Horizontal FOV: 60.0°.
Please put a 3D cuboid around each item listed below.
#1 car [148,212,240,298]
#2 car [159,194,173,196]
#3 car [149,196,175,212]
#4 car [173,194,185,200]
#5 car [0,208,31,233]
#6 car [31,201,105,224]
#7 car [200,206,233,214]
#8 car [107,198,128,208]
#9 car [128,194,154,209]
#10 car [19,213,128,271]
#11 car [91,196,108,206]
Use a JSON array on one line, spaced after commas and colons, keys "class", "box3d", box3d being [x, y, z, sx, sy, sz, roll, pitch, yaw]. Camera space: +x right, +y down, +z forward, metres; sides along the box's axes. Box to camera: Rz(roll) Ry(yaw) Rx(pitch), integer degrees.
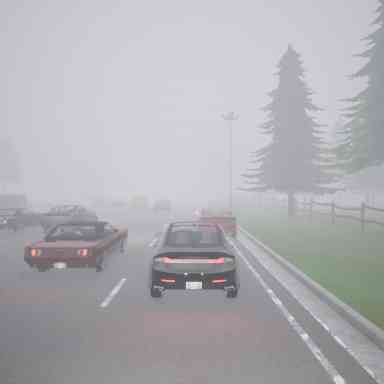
[{"class": "car", "box3d": [0.054, 1.492, 8.498, 2.128, 1.511, 4.902, 0, 0, 0]}, {"class": "car", "box3d": [-6.978, 1.540, 90.888, 2.033, 1.411, 5.357, 0, 0, 0]}, {"class": "car", "box3d": [-3.391, 1.547, 38.671, 2.033, 1.411, 5.357, 0, 0, 0]}, {"class": "car", "box3d": [-3.478, 1.478, 91.751, 1.882, 1.535, 5.008, 0, 0, 0]}, {"class": "car", "box3d": [-10.396, 1.601, 19.688, 1.895, 1.301, 4.718, 0, 0, 0]}, {"class": "car", "box3d": [-6.894, 1.491, 19.160, 2.128, 1.511, 4.902, 0, 0, 0]}, {"class": "car", "box3d": [1.229, 1.478, 17.839, 1.882, 1.535, 5.008, 0, 0, 0]}, {"class": "car", "box3d": [-10.388, 1.601, 48.295, 1.895, 1.301, 4.718, 0, 0, 0]}, {"class": "car", "box3d": [-6.889, 1.352, 45.222, 2.097, 1.767, 4.553, 0, 0, 0]}, {"class": "car", "box3d": [-3.397, 1.601, 10.822, 1.895, 1.301, 4.718, 0, 0, 0]}, {"class": "car", "box3d": [-13.888, 1.351, 50.720, 2.097, 1.767, 4.553, 0, 0, 0]}]
